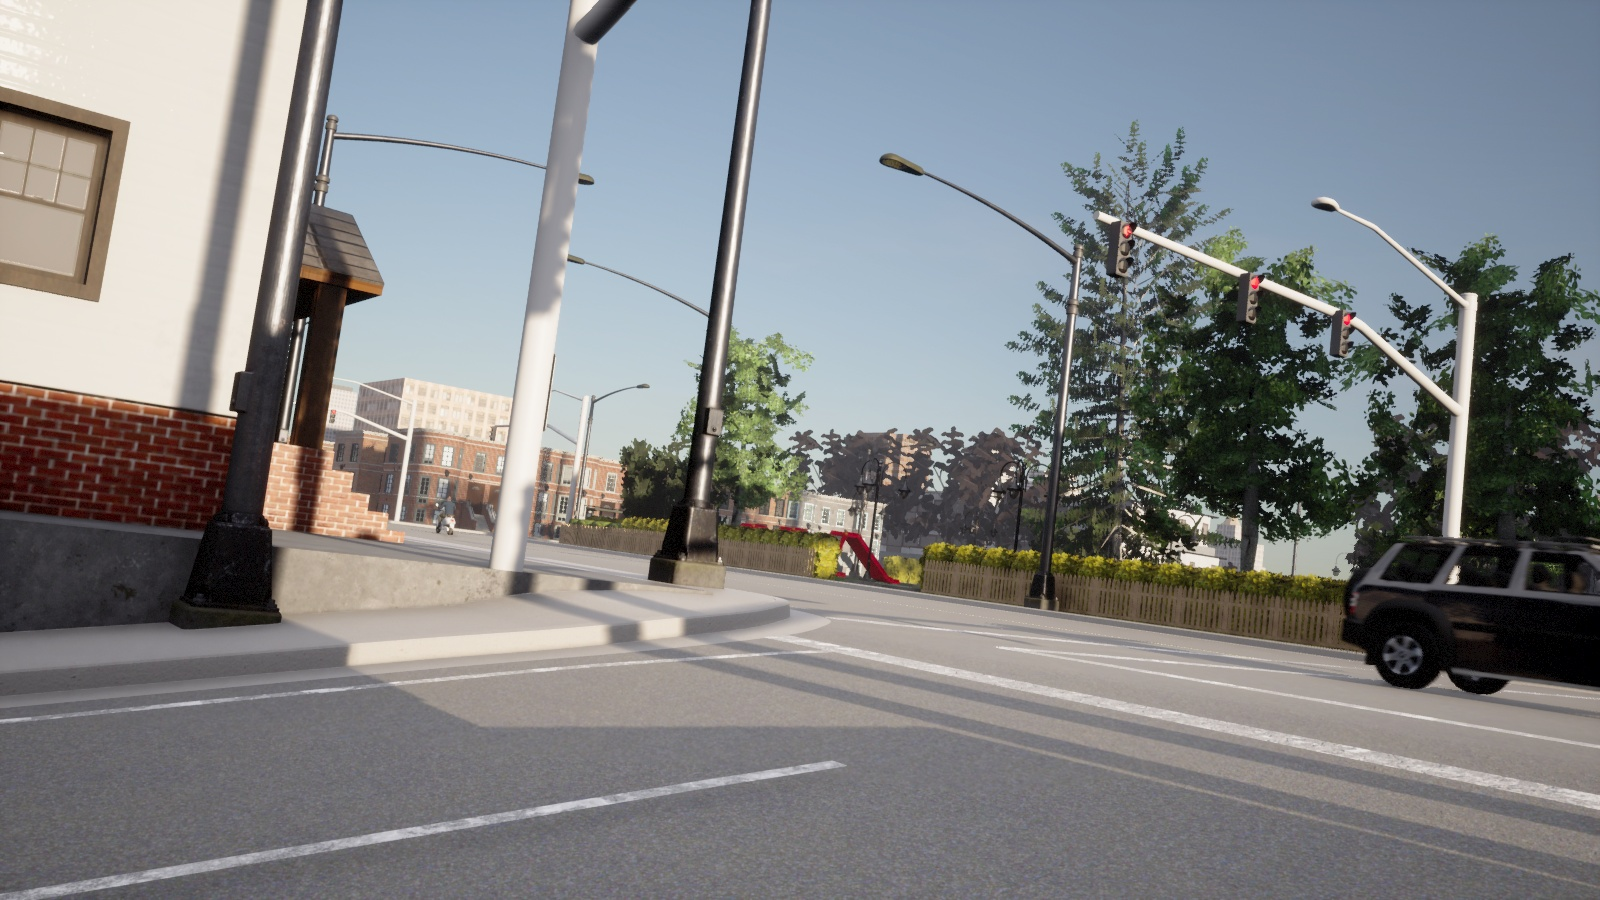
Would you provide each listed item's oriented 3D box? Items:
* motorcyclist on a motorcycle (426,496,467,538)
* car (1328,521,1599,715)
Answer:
[{"bbox_3d":[-14.741,2.788,52.392,0.866,1.590,1.817,10,-6,-35],"label":"motorcyclist on a motorcycle"},{"bbox_3d":[8.512,1.886,13.731,1.932,1.855,4.605,10,-7,-35],"label":"car"}]
